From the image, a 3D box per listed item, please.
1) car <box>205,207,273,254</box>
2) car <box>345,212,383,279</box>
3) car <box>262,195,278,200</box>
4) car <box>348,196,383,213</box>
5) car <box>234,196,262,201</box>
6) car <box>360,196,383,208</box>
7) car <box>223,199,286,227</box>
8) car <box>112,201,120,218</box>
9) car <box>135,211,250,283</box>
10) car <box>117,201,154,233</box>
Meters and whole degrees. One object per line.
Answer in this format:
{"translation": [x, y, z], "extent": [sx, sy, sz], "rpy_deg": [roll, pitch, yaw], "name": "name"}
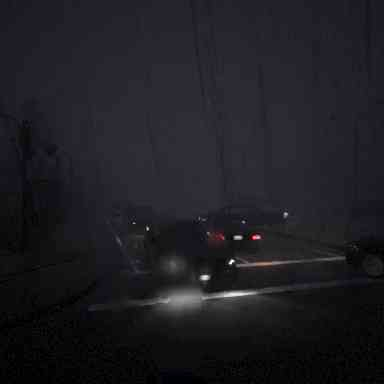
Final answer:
{"translation": [1.355, 1.538, 13.394], "extent": [2.033, 1.411, 5.357], "rpy_deg": [0, 0, -3], "name": "car"}
{"translation": [6.517, 1.476, 8.220], "extent": [5.008, 1.535, 1.882], "rpy_deg": [0, 0, 40], "name": "car"}
{"translation": [10.423, 1.278, 47.074], "extent": [2.152, 1.636, 5.027], "rpy_deg": [0, 0, -17], "name": "car"}
{"translation": [15.633, 1.356, 29.149], "extent": [1.970, 1.475, 3.806], "rpy_deg": [0, 0, -17], "name": "car"}
{"translation": [7.433, 1.288, 46.124], "extent": [2.007, 1.523, 4.514], "rpy_deg": [0, 0, -17], "name": "car"}
{"translation": [23.971, 1.274, 43.118], "extent": [1.845, 1.501, 3.633], "rpy_deg": [0, 0, -17], "name": "car"}
{"translation": [2.858, 1.467, 19.898], "extent": [5.357, 1.411, 2.033], "rpy_deg": [-3, 1, -15], "name": "car"}
{"translation": [-6.222, 1.515, 30.091], "extent": [2.033, 1.411, 5.357], "rpy_deg": [0, 0, -17], "name": "car"}
{"translation": [-0.371, 1.543, 10.093], "extent": [2.033, 1.411, 5.357], "rpy_deg": [0, 0, -14], "name": "car"}
{"translation": [-3.083, 1.529, 19.933], "extent": [2.033, 1.411, 5.357], "rpy_deg": [0, 0, -17], "name": "car"}
